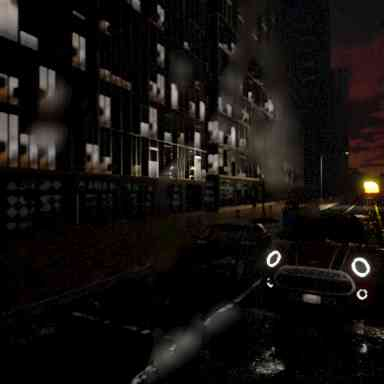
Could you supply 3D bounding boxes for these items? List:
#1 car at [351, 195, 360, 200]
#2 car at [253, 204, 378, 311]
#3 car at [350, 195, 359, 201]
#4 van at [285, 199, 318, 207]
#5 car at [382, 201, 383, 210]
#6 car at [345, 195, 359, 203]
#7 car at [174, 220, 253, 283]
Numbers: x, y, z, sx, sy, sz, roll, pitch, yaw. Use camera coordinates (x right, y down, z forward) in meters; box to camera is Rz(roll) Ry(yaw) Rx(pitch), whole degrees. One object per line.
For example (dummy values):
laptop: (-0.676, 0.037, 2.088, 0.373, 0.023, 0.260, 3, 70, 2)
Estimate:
car: (41.730, 1.382, 84.830, 1.947, 1.339, 4.313, 0, 0, 28)
car: (3.231, 1.349, 8.016, 2.097, 1.767, 4.553, 0, 0, 28)
car: (39.022, 1.379, 79.823, 1.887, 1.381, 4.507, 0, 0, 28)
van: (6.520, 1.328, 19.737, 1.690, 1.788, 3.998, 0, 0, 28)
car: (22.711, 1.451, 37.538, 1.837, 1.490, 4.892, 0, 0, 29)
car: (30.896, 1.428, 64.801, 1.887, 1.381, 4.507, 0, 0, 28)
car: (1.103, 1.548, 9.724, 2.008, 1.369, 4.403, 0, 0, 28)
